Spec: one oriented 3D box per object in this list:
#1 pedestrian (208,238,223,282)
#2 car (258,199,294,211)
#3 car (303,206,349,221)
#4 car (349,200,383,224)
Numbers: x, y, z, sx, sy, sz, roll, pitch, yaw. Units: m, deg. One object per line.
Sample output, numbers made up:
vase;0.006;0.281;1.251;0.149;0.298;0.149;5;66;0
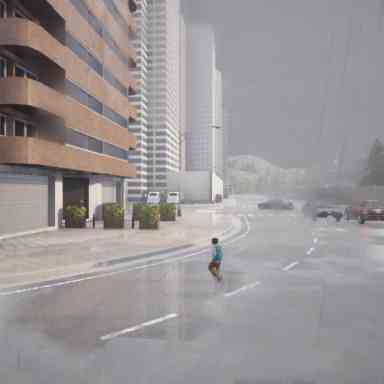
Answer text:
pedestrian;0.605;1.674;8.244;0.500;1.100;0.500;0;0;41
car;10.154;1.560;40.535;1.812;1.442;4.674;0;0;-37
car;9.365;1.258;24.374;2.033;1.411;5.357;0;0;7
car;12.883;1.352;24.538;2.097;1.767;4.553;0;0;9
